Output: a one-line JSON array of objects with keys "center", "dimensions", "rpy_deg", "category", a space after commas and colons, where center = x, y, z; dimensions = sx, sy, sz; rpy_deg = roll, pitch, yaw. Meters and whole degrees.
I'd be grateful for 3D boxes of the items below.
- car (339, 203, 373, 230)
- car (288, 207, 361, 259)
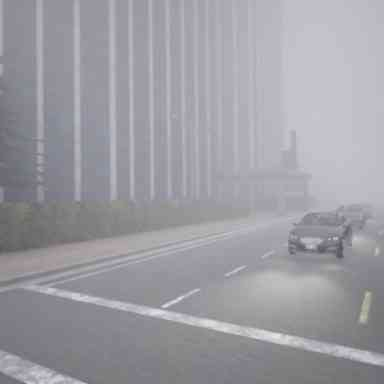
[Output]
[{"center": [10.450, 1.607, 22.004], "dimensions": [2.128, 1.511, 4.902], "rpy_deg": [-1, -1, 31], "category": "car"}, {"center": [5.197, 1.563, 13.164], "dimensions": [2.128, 1.511, 4.902], "rpy_deg": [-1, -1, 31], "category": "car"}]
